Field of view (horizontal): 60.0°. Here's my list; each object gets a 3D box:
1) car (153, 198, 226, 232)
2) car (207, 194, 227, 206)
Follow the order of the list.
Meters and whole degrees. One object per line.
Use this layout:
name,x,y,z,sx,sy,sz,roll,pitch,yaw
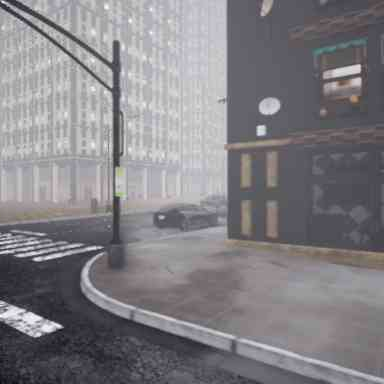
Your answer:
car,-0.271,1.233,17.778,1.947,1.339,4.313,1,2,35
car,2.599,0.947,36.404,1.947,1.339,4.313,1,2,35
